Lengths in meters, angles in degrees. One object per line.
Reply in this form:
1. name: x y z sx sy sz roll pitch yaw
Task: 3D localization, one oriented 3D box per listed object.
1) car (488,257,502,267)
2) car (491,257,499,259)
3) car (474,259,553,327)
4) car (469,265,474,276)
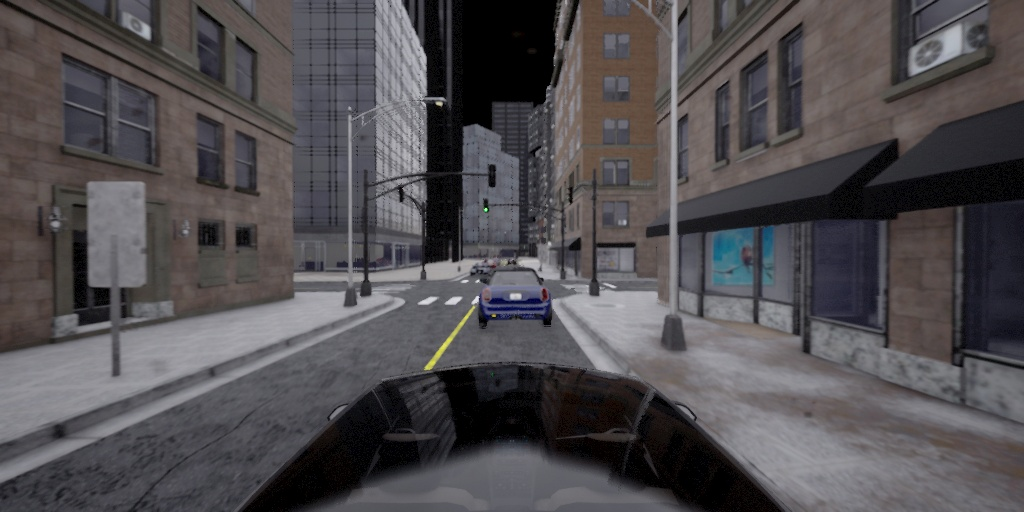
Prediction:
1. car: -2.981 0.999 63.108 2.128 1.511 4.902 0 1 1
2. car: -3.035 1.129 48.867 1.882 1.535 5.008 0 2 0
3. car: 0.000 1.115 11.826 2.097 1.767 4.553 0 0 -3
4. car: -3.062 1.299 35.888 1.994 1.385 4.181 0 0 0
